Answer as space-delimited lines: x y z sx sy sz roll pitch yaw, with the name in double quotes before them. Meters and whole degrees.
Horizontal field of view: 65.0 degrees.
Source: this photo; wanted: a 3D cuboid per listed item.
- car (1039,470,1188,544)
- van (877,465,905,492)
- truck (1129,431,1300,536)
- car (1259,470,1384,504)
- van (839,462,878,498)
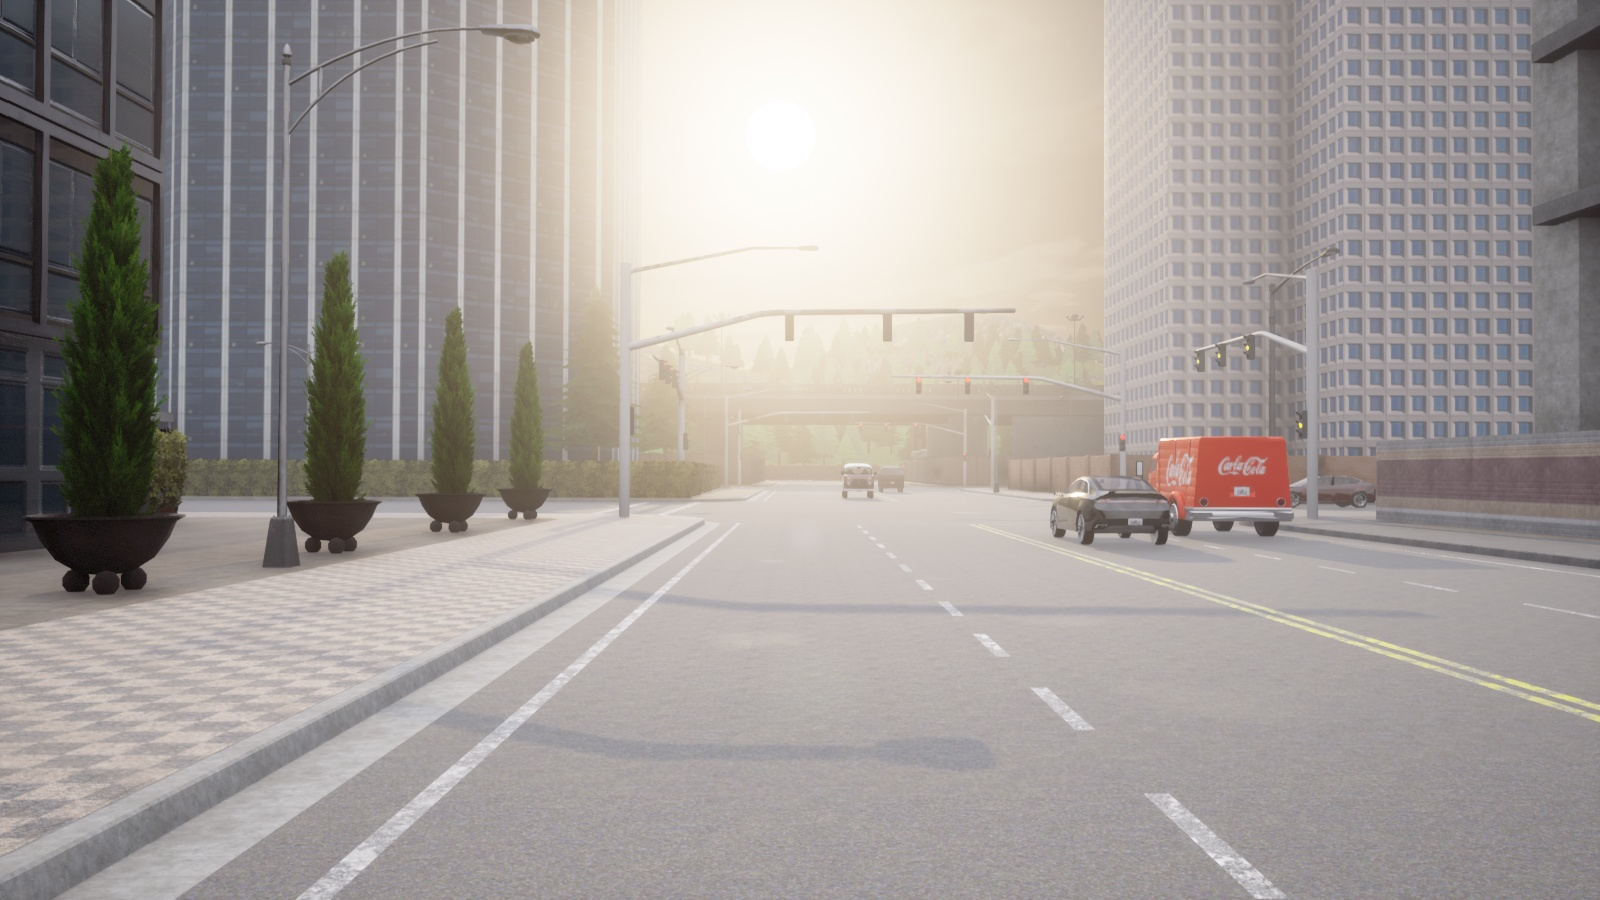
"car" 6.955 1.222 28.436 2.128 1.511 4.902 0 -1 0
"van" 6.849 2.134 94.728 1.775 1.987 4.442 0 -1 0
"truck" 10.448 0.828 32.182 2.627 2.467 5.204 0 -1 0
"car" 23.678 1.681 57.119 4.792 1.488 2.163 0 -1 0
"van" 3.382 1.764 73.672 2.069 2.038 4.480 0 -1 0
